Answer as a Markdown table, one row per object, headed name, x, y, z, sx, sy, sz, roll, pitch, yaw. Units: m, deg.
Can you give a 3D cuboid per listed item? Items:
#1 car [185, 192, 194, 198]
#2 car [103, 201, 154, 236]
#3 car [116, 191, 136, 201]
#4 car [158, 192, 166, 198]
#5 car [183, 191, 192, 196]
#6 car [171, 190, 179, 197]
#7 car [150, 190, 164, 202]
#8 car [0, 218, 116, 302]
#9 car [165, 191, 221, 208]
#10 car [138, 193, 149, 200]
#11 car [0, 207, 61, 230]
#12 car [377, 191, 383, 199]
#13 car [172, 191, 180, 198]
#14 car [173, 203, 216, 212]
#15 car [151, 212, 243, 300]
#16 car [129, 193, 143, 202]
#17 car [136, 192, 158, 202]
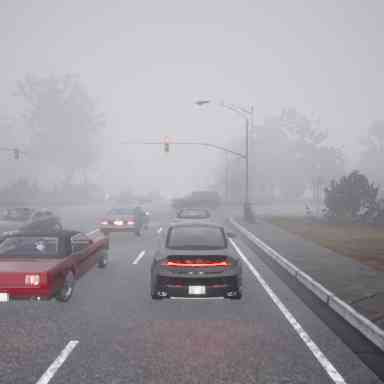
| name | x | y | z | sx | sy | sz | roll | pitch | yaw |
| --- | --- | --- | --- | --- | --- | --- | --- | --- | --- |
| car | -0.671 | 0.783 | 85.235 | 1.994 | 1.385 | 4.181 | 0 | 1 | -4 |
| car | -3.446 | 1.442 | 17.724 | 2.033 | 1.411 | 5.357 | 0 | 0 | -1 |
| car | -10.691 | 0.821 | 53.796 | 2.150 | 2.045 | 5.566 | 0 | 0 | 0 |
| car | -7.602 | 0.780 | 83.911 | 1.812 | 1.442 | 4.674 | 0 | 1 | -3 |
| car | -1.424 | 0.465 | 95.112 | 2.033 | 1.411 | 5.357 | 0 | 1 | -7 |
| car | -4.912 | 0.451 | 94.749 | 2.097 | 1.767 | 4.553 | 0 | 1 | -7 |
| car | -7.166 | 0.733 | 63.452 | 2.150 | 2.045 | 5.566 | 0 | 1 | -1 |
| car | -3.413 | 1.570 | 8.135 | 1.895 | 1.301 | 4.718 | 0 | 0 | 0 |
| car | 0.412 | 0.965 | 35.725 | 5.566 | 2.045 | 2.150 | -1 | 0 | -25 |
| car | -10.742 | 0.991 | 73.769 | 1.895 | 1.301 | 4.718 | 0 | 1 | -1 |
| car | -7.121 | 1.417 | 13.978 | 2.128 | 1.511 | 4.902 | 0 | 0 | 0 |
| car | 20.487 | 0.942 | 38.759 | 5.566 | 2.045 | 2.150 | 0 | 0 | -4 |
| car | -4.143 | 0.602 | 84.681 | 2.097 | 1.767 | 4.553 | 0 | 1 | -4 |
| car | 0.080 | 1.497 | 17.628 | 1.895 | 1.301 | 4.718 | 0 | 0 | 0 |
| car | 0.088 | 1.473 | 8.315 | 1.837 | 1.490 | 4.892 | 0 | 0 | 0 |
| car | -10.676 | 0.987 | 63.683 | 1.882 | 1.535 | 5.008 | 0 | 1 | 0 |
| car | -7.192 | 1.151 | 53.277 | 2.033 | 1.411 | 5.357 | 0 | 0 | 0 |
